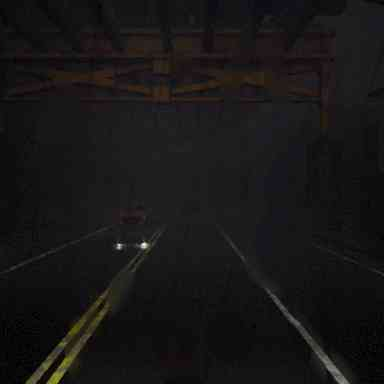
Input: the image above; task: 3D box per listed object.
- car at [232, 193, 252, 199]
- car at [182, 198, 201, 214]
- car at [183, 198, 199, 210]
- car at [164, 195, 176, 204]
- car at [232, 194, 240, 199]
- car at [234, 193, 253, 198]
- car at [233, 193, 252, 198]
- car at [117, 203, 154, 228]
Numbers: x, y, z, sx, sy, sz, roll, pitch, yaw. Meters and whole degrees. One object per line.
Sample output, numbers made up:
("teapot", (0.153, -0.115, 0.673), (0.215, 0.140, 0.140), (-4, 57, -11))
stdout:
("car", (13.154, 1.011, 87.582), (4.974, 1.542, 2.038), (0, 1, 25))
("car", (-0.071, 1.491, 34.867), (1.882, 1.535, 5.008), (0, 0, 0))
("car", (-0.122, 1.524, 45.149), (2.033, 1.411, 5.357), (0, 0, 0))
("car", (-3.871, 1.336, 59.611), (1.882, 1.535, 5.008), (0, 1, 0))
("car", (12.848, 1.056, 83.422), (4.974, 1.542, 2.038), (0, 1, -20))
("car", (12.897, 0.898, 83.438), (4.536, 1.218, 1.853), (0, 1, -20))
("car", (13.201, 0.854, 87.559), (4.536, 1.218, 1.853), (0, 1, 25))
("car", (-3.709, 1.491, 22.510), (1.882, 1.535, 5.008), (0, 0, 0))
